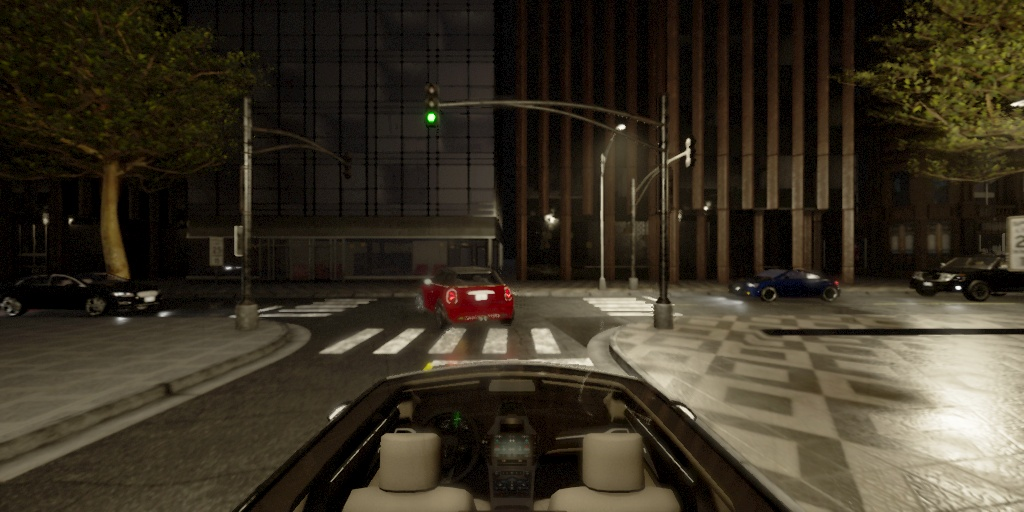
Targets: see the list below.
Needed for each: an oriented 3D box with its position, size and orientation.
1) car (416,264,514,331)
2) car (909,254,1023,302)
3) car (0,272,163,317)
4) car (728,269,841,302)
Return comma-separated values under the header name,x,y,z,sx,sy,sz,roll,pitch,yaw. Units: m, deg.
name,x,y,z,sx,sy,sz,roll,pitch,yaw
car,-1.652,1.121,11.488,2.097,1.767,4.553,0,0,-23
car,21.622,0.916,16.249,5.566,2.045,2.150,0,0,0
car,-15.749,1.332,13.171,4.902,1.511,2.128,0,0,0
car,12.237,1.290,16.286,4.181,1.385,1.994,0,0,0
